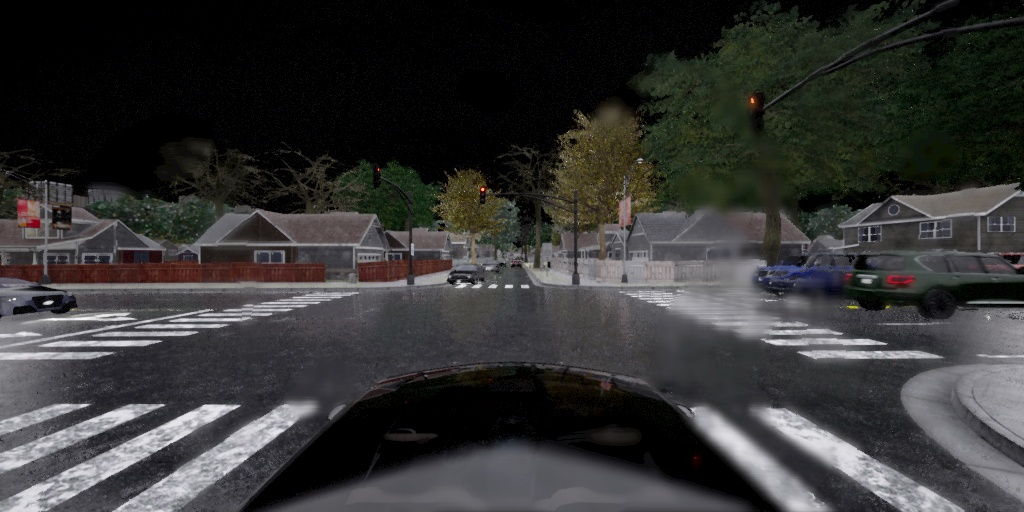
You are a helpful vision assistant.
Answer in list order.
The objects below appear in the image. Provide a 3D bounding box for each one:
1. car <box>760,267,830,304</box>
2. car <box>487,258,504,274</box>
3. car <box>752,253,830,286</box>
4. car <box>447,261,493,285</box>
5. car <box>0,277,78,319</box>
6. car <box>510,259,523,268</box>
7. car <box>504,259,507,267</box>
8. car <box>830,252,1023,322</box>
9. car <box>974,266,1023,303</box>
[{"bbox_3d":[13.557,1.258,15.045,4.718,1.301,1.895,0,0,1],"label":"car"},{"bbox_3d":[-2.457,1.258,42.348,2.128,1.511,4.902,0,0,1],"label":"car"},{"bbox_3d":[15.487,0.866,18.277,5.566,2.045,2.150,0,0,1],"label":"car"},{"bbox_3d":[-3.116,1.303,26.294,2.033,1.411,5.357,0,0,8],"label":"car"},{"bbox_3d":[-17.589,1.408,12.112,4.181,1.385,1.994,0,0,1],"label":"car"},{"bbox_3d":[0.747,1.290,61.390,1.837,1.490,4.892,0,0,1],"label":"car"},{"bbox_3d":[-2.061,1.140,65.058,2.097,1.767,4.553,0,0,1],"label":"car"},{"bbox_3d":[13.973,0.879,11.462,5.566,2.045,2.150,0,0,-1],"label":"car"},{"bbox_3d":[23.207,1.151,14.887,5.357,1.411,2.033,0,0,1],"label":"car"}]
